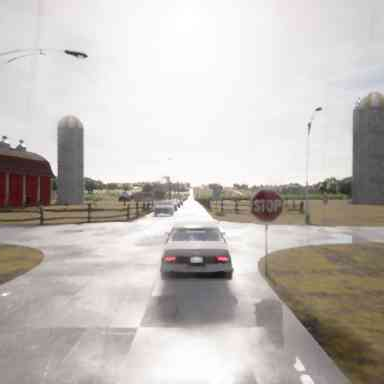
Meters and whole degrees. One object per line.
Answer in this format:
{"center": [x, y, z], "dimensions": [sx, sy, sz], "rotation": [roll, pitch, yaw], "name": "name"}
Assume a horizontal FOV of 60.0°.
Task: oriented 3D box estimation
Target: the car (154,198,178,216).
{"center": [-2.854, 1.654, 34.955], "dimensions": [1.882, 1.535, 5.008], "rotation": [0, 0, 0], "name": "car"}

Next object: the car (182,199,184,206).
{"center": [-2.834, 1.833, 54.592], "dimensions": [2.128, 1.511, 4.902], "rotation": [0, -1, 0], "name": "car"}

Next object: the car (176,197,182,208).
{"center": [-2.849, 1.735, 44.445], "dimensions": [2.128, 1.511, 4.902], "rotation": [0, 0, 0], "name": "car"}

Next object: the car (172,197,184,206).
{"center": [-2.757, 1.859, 66.842], "dimensions": [2.097, 1.767, 4.553], "rotation": [0, -1, 0], "name": "car"}

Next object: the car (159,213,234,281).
{"center": [0.100, 1.572, 9.928], "dimensions": [2.033, 1.411, 5.357], "rotation": [0, 0, 0], "name": "car"}
